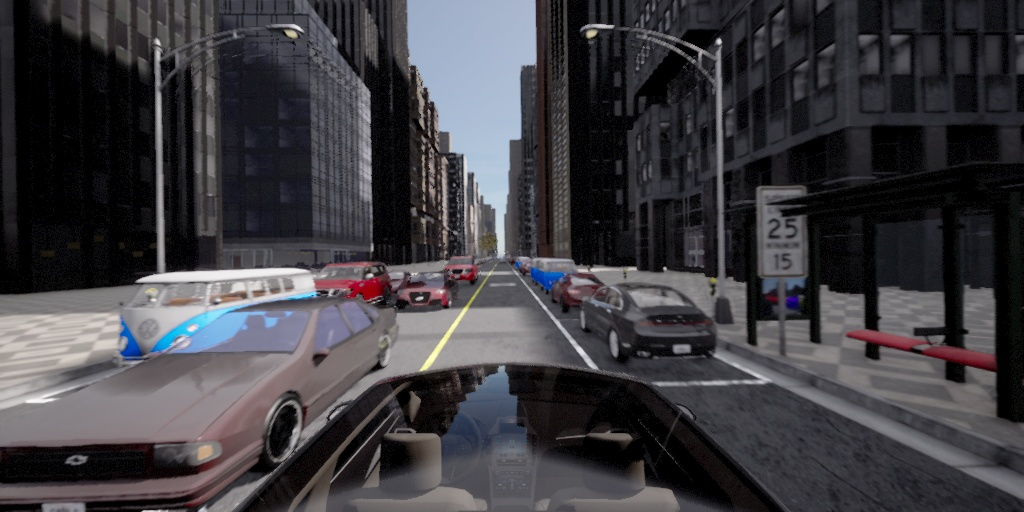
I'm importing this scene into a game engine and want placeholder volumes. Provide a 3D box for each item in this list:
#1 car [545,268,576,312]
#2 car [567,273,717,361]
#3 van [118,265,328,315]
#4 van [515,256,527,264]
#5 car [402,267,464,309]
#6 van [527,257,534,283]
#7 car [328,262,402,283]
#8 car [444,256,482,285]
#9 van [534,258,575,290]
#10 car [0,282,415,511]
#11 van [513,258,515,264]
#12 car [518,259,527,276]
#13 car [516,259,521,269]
[{"bbox_3d":[2.515,1.280,13.600,1.802,1.307,4.207,0,0,-2],"label":"car"},{"bbox_3d":[2.669,1.251,7.924,2.007,1.370,4.403,0,0,-2],"label":"car"},{"bbox_3d":[-5.851,1.182,7.692,1.690,1.789,3.998,0,0,-2],"label":"van"},{"bbox_3d":[1.591,1.039,47.652,1.690,1.789,3.998,0,0,-2],"label":"van"},{"bbox_3d":[-3.391,1.358,15.068,1.994,1.385,4.181,-1,0,-1],"label":"car"},{"bbox_3d":[2.207,1.035,24.950,1.690,1.789,3.998,0,0,-2],"label":"van"},{"bbox_3d":[-6.005,1.154,13.367,2.192,1.841,5.009,0,0,-2],"label":"car"},{"bbox_3d":[-3.709,1.015,26.711,2.150,2.045,5.566,-1,0,-1],"label":"car"},{"bbox_3d":[2.361,1.036,19.276,1.690,1.789,3.998,0,0,-2],"label":"van"},{"bbox_3d":[-3.131,1.347,5.102,2.033,1.411,5.357,-1,0,-2],"label":"car"},{"bbox_3d":[1.437,1.041,53.328,1.690,1.789,3.998,0,0,-2],"label":"van"},{"bbox_3d":[1.899,1.277,36.301,1.802,1.307,4.207,0,0,-2],"label":"car"},{"bbox_3d":[1.745,1.279,41.976,1.802,1.307,4.207,0,0,-2],"label":"car"}]
